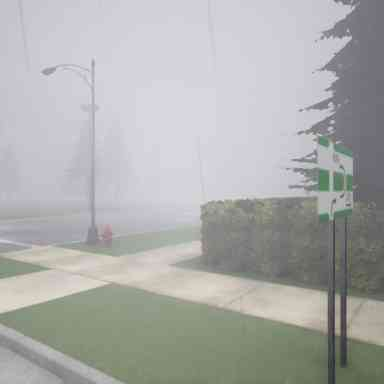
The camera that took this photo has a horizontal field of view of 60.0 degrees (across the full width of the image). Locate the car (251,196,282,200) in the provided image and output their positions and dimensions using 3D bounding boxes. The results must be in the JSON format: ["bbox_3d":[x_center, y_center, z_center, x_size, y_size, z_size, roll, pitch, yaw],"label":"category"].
[{"bbox_3d":[10.183,1.526,45.271,1.812,1.442,4.674,0,0,36],"label":"car"}]

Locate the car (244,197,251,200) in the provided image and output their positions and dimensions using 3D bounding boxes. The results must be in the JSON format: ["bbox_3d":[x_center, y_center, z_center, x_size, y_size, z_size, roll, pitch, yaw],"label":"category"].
[{"bbox_3d":[10.548,1.547,57.644,2.033,1.411,5.357,0,0,38],"label":"car"}]
